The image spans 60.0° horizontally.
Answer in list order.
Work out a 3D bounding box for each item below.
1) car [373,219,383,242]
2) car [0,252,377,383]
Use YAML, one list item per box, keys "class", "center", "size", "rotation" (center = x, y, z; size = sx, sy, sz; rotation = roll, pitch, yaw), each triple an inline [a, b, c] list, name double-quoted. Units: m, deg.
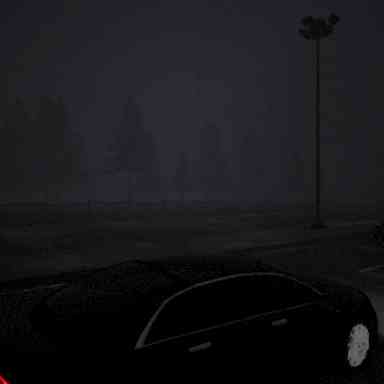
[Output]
- class: "car"
  center: [10.221, 1.574, 15.381]
  size: [4.181, 1.385, 1.994]
  rotation: [0, 0, -36]
- class: "car"
  center: [0.327, 1.506, 3.979]
  size: [4.892, 1.490, 1.837]
  rotation: [0, 0, -35]
